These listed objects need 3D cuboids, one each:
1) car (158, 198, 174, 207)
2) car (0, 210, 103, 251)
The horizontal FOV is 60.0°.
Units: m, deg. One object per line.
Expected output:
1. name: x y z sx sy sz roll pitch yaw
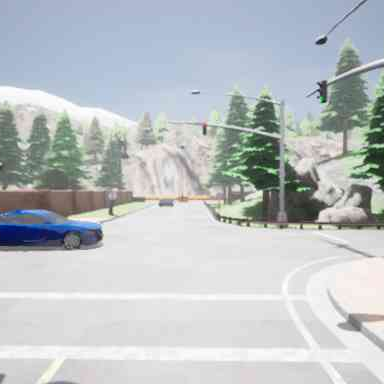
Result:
1. car: -3.689 1.492 47.964 1.994 1.385 4.181 0 0 0
2. car: -6.154 1.472 13.365 5.008 1.535 1.882 0 0 -2
